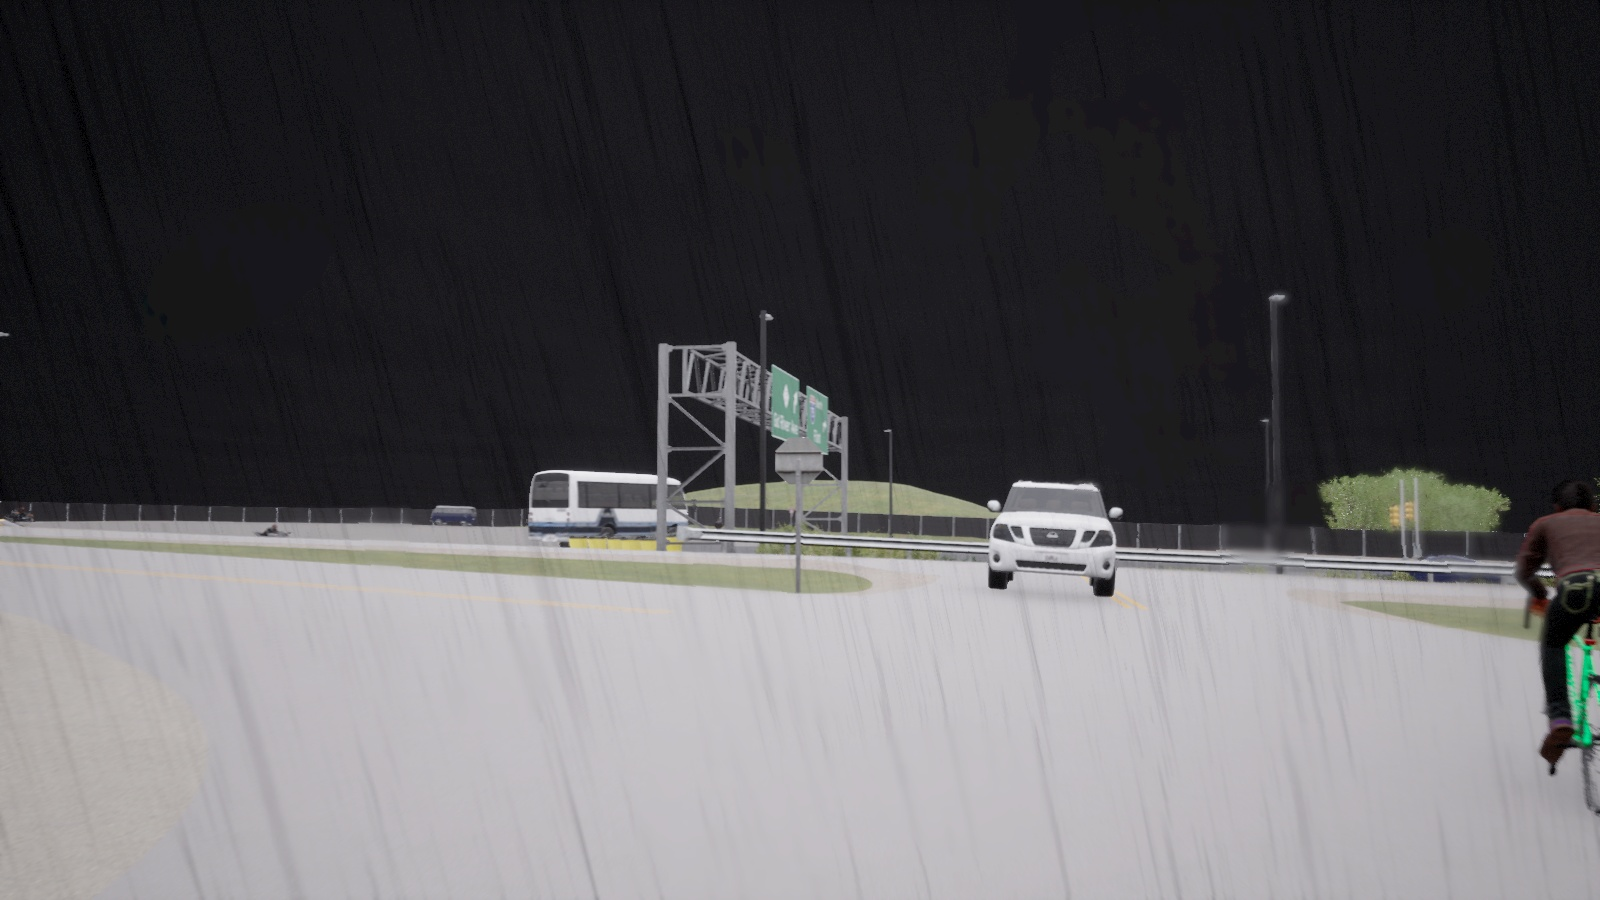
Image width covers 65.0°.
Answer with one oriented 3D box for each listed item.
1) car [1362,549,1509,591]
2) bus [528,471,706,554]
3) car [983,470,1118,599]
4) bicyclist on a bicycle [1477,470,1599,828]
[{"bbox_3d":[24.171,4.546,47.900,4.674,1.442,1.812,0,-3,11],"label":"car"},{"bbox_3d":[-9.995,3.520,70.150,3.944,4.253,10.273,-2,-4,34],"label":"bus"},{"bbox_3d":[4.774,1.561,23.907,2.150,2.045,5.566,3,-3,12],"label":"car"},{"bbox_3d":[3.971,0.944,6.516,0.582,1.620,1.656,1,-2,21],"label":"bicyclist on a bicycle"}]
